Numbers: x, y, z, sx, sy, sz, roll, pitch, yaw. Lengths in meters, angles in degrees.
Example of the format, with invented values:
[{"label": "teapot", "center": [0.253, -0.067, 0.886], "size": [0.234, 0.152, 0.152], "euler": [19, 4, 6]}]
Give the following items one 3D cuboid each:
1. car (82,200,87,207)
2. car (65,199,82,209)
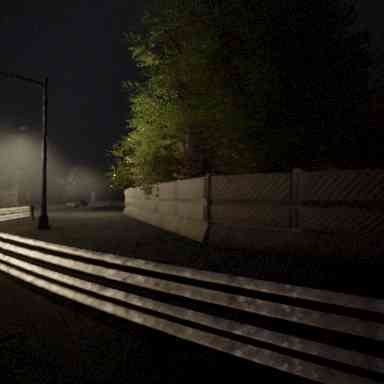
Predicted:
[{"label": "car", "center": [-23.757, 2.379, 71.530], "size": [1.837, 1.490, 4.892], "euler": [1, -1, -9]}, {"label": "car", "center": [-22.260, 2.305, 61.736], "size": [1.812, 1.442, 4.674], "euler": [1, -1, -9]}]
